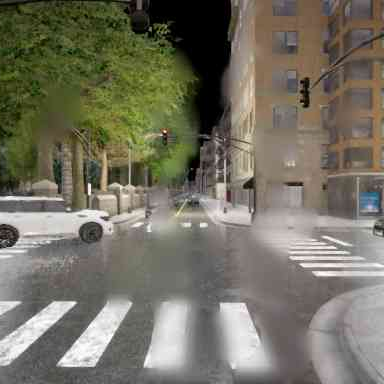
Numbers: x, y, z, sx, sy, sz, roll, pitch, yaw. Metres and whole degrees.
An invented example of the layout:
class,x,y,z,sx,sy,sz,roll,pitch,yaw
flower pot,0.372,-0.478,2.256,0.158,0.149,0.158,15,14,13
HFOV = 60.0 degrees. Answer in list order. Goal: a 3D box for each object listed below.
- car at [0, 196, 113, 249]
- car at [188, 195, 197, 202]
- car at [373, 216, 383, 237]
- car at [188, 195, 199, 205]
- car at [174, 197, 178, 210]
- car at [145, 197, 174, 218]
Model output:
class,x,y,z,sx,sy,sz,roll,pitch,yaw
car,-6.376,1.217,14.631,5.566,2.045,2.150,0,0,-24
car,0.183,1.424,70.670,1.812,1.442,4.674,0,0,0
car,10.999,1.366,15.485,4.553,1.767,2.097,0,0,0
car,0.214,1.528,57.033,1.895,1.301,4.718,0,0,0
car,-3.019,1.562,39.797,1.895,1.301,4.718,0,0,0
car,-3.026,1.472,29.714,2.128,1.511,4.902,0,0,0
